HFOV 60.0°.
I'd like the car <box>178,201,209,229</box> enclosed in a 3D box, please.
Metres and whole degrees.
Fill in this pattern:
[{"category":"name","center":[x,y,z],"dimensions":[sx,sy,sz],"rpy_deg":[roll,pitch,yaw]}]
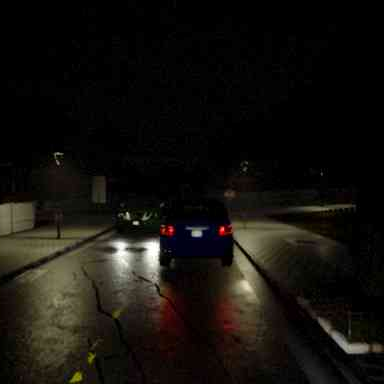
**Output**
[{"category":"car","center":[0.097,1.411,22.250],"dimensions":[1.882,1.535,5.008],"rpy_deg":[0,0,0]}]

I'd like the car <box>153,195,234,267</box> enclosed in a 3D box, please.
[{"category":"car","center":[0.104,1.187,11.435],"dimensions":[2.150,2.045,5.566],"rpy_deg":[0,0,-1]}]

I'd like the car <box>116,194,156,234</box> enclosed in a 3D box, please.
[{"category":"car","center":[-2.752,1.167,19.059],"dimensions":[2.150,2.045,5.566],"rpy_deg":[0,0,0]}]
